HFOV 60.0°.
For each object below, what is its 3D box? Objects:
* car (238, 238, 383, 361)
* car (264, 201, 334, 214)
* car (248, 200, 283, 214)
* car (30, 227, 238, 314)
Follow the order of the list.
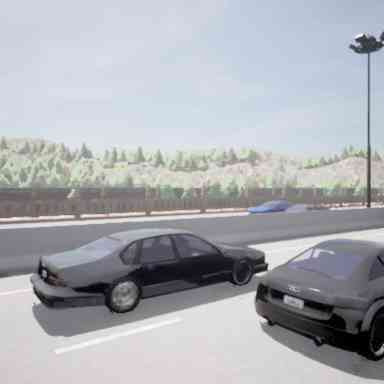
[{"bbox_3d":[3.099,1.550,5.969,4.181,1.385,1.994,0,0,-36],"label":"car"},{"bbox_3d":[7.617,1.504,22.334,5.357,1.411,2.033,0,0,-35],"label":"car"},{"bbox_3d":[6.475,1.432,25.814,5.008,1.535,1.882,0,0,-35],"label":"car"},{"bbox_3d":[-0.667,1.540,7.575,5.357,1.411,2.033,0,0,-36],"label":"car"}]
